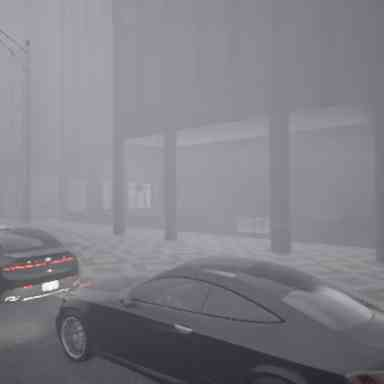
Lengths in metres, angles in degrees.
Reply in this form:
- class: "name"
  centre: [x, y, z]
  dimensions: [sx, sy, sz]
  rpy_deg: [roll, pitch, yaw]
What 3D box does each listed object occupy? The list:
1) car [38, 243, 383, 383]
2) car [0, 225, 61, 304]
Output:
- class: "car"
  centre: [0.200, 1.557, 4.226]
  dimensions: [4.674, 1.442, 1.812]
  rpy_deg: [0, 0, 36]
- class: "car"
  centre: [-4.645, 1.540, 7.767]
  dimensions: [4.892, 1.490, 1.837]
  rpy_deg: [0, 0, 36]
